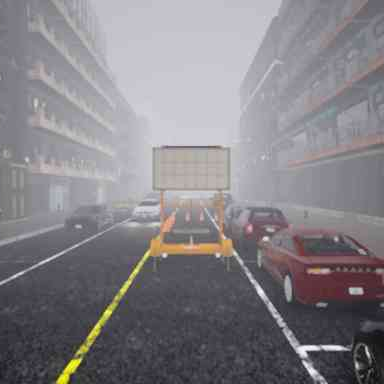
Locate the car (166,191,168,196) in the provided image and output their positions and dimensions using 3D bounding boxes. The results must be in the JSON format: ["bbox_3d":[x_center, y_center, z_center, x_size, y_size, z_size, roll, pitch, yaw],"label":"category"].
[{"bbox_3d":[-5.775,0.921,58.382,1.802,1.307,4.206,0,1,0],"label":"car"}]

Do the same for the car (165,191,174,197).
[{"bbox_3d":[-5.816,0.454,86.559,1.967,1.590,4.097,0,1,0],"label":"car"}]

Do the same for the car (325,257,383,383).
[{"bbox_3d":[2.688,1.542,2.029,1.947,1.339,4.313,0,1,0],"label":"car"}]

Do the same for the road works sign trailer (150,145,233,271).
[{"bbox_3d":[-0.016,0.347,10.418,2.380,3.560,2.880,0,1,0],"label":"road works sign trailer"}]

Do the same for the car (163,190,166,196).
[{"bbox_3d":[-5.766,0.719,52.743,2.192,1.841,5.009,0,1,0],"label":"car"}]

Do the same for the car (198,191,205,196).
[{"bbox_3d":[2.557,0.492,92.205,1.887,1.381,4.507,0,1,0],"label":"car"}]

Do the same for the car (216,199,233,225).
[{"bbox_3d":[2.664,1.339,18.937,2.008,1.369,4.403,0,1,0],"label":"car"}]

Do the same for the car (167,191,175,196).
[{"bbox_3d":[-5.824,0.493,92.197,1.887,1.381,4.507,0,1,0],"label":"car"}]

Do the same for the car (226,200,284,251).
[{"bbox_3d":[2.672,1.291,13.300,1.967,1.590,4.097,0,1,0],"label":"car"}]

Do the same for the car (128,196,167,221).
[{"bbox_3d":[-3.135,1.255,24.194,1.812,1.442,4.674,0,1,0],"label":"car"}]

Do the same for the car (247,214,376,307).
[{"bbox_3d":[2.680,1.458,7.665,1.887,1.381,4.507,0,1,0],"label":"car"}]

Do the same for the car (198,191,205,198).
[{"bbox_3d":[2.573,0.602,81.103,1.752,1.417,4.829,0,1,0],"label":"car"}]

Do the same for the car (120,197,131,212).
[{"bbox_3d":[-5.733,1.189,30.030,1.752,1.417,4.829,0,1,0],"label":"car"}]

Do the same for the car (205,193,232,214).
[{"bbox_3d":[2.648,0.976,30.207,2.192,1.841,5.009,0,1,0],"label":"car"}]

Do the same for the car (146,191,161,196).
[{"bbox_3d":[-5.758,0.909,47.108,1.967,1.590,4.097,0,1,0],"label":"car"}]

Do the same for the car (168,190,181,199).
[{"bbox_3d":[-3.107,0.807,65.363,2.033,1.411,5.357,0,1,0],"label":"car"}]

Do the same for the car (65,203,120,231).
[{"bbox_3d":[-5.718,1.354,18.928,1.947,1.339,4.313,0,1,0],"label":"car"}]
